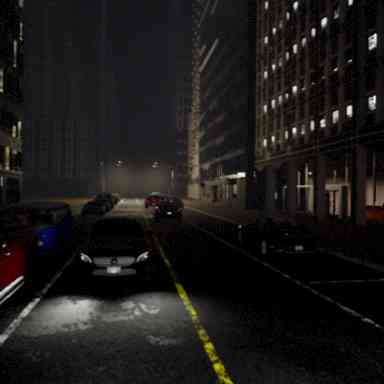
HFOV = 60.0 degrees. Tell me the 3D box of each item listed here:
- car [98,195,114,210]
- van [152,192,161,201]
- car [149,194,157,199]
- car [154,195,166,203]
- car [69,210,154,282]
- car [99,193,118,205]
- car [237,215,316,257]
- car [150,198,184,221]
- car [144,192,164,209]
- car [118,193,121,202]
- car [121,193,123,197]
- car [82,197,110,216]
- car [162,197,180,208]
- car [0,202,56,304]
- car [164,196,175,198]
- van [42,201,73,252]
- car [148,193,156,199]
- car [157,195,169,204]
[{"bbox_3d":[-9.241,1.316,33.735,1.887,1.381,4.507,1,0,-10],"label":"car"},{"bbox_3d":[-7.962,0.955,73.716,1.690,1.788,3.998,1,0,-10],"label":"van"},{"bbox_3d":[-9.862,1.117,84.176,1.802,1.307,4.206,1,0,-10],"label":"car"},{"bbox_3d":[-6.060,1.236,63.191,1.887,1.381,4.507,1,0,-10],"label":"car"},{"bbox_3d":[-2.168,1.470,9.758,1.812,1.442,4.674,1,0,-10],"label":"car"},{"bbox_3d":[-10.249,1.052,39.329,2.192,1.841,5.009,1,0,-10],"label":"car"},{"bbox_3d":[3.060,1.557,12.844,2.008,1.369,4.403,1,0,-10],"label":"car"},{"bbox_3d":[-1.955,1.463,25.766,1.994,1.385,4.181,1,0,-10],"label":"car"},{"bbox_3d":[-4.955,1.150,42.419,2.097,1.767,4.553,1,0,-10],"label":"car"},{"bbox_3d":[-12.278,1.103,50.520,1.967,1.590,4.097,1,0,-10],"label":"car"},{"bbox_3d":[-14.305,1.024,61.710,1.967,1.590,4.097,1,0,-10],"label":"car"},{"bbox_3d":[-8.228,1.387,28.142,1.802,1.307,4.206,1,0,-10],"label":"car"},{"bbox_3d":[-3.021,1.373,46.409,1.947,1.339,4.313,1,0,-10],"label":"car"},{"bbox_3d":[-4.169,1.244,5.762,2.192,1.841,5.009,1,0,-10],"label":"car"},{"bbox_3d":[-2.036,1.368,40.982,1.752,1.417,4.829,1,0,-10],"label":"car"},{"bbox_3d":[-5.182,1.240,11.356,1.690,1.788,3.998,1,0,-10],"label":"van"},{"bbox_3d":[-10.837,1.017,89.570,1.752,1.417,4.829,1,0,-10],"label":"car"},{"bbox_3d":[-5.047,1.313,57.597,1.802,1.307,4.206,1,0,-10],"label":"car"}]
